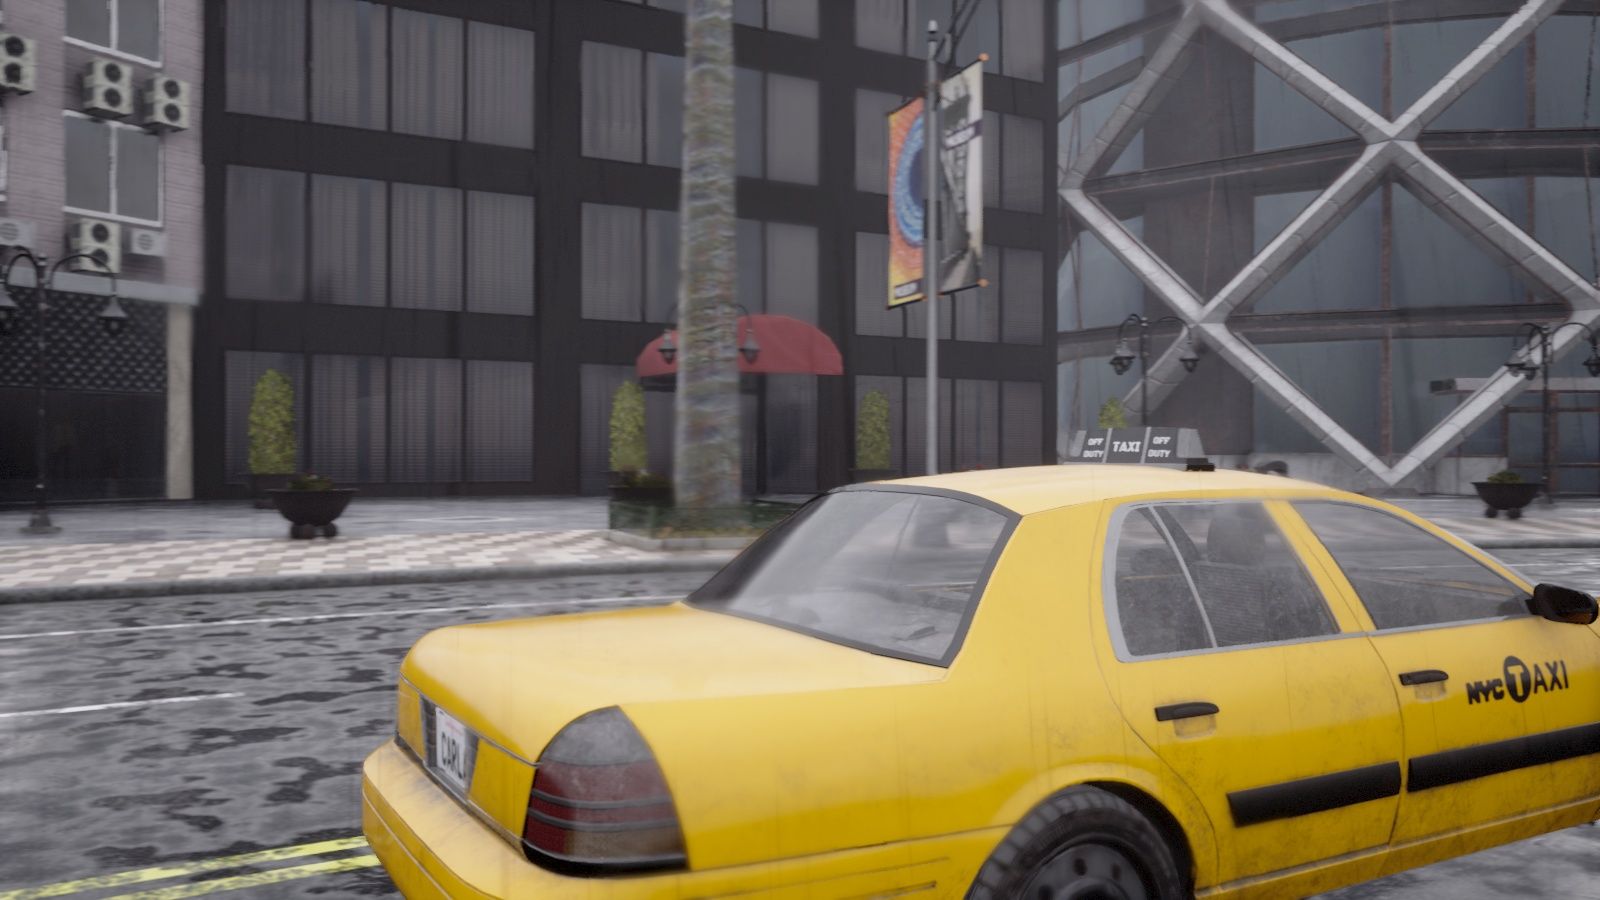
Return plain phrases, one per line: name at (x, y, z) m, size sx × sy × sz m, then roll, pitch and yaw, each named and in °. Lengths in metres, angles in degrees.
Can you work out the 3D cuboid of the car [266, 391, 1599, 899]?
car at (1.209, 0.688, 4.244) m, size 5.366 × 1.575 × 1.801 m, roll 0°, pitch 0°, yaw -30°
